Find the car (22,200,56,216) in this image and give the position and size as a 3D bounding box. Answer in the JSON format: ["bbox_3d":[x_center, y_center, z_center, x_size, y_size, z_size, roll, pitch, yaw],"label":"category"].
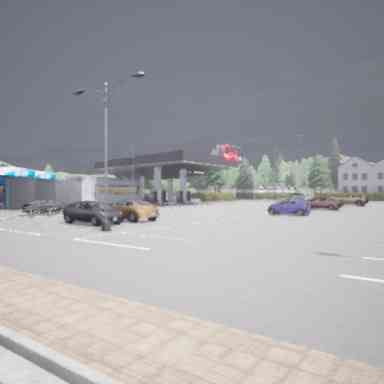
[{"bbox_3d":[-14.251,1.524,33.050,2.128,1.511,4.902,0,0,37],"label":"car"}]

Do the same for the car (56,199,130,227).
[{"bbox_3d":[-6.535,1.359,21.713,4.514,1.523,2.007,0,0,36],"label":"car"}]

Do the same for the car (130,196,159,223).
[{"bbox_3d":[-4.727,1.350,24.277,5.027,1.636,2.152,0,0,36],"label":"car"}]

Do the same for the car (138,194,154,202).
[{"bbox_3d":[-11.238,1.375,81.635,1.905,1.878,3.866,0,0,36],"label":"car"}]

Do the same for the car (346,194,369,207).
[{"bbox_3d":[22.314,1.113,46.992,4.605,1.855,1.932,0,0,36],"label":"car"}]

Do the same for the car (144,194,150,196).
[{"bbox_3d":[-9.226,1.536,74.792,2.242,1.667,4.611,0,0,36],"label":"car"}]

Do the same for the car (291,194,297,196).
[{"bbox_3d":[15.446,1.385,51.965,3.806,1.475,1.970,0,0,36],"label":"car"}]

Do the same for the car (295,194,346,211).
[{"bbox_3d":[14.390,1.313,37.355,4.514,1.523,2.007,0,0,36],"label":"car"}]

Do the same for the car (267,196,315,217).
[{"bbox_3d":[8.459,1.333,29.312,3.633,1.501,1.845,0,0,36],"label":"car"}]
